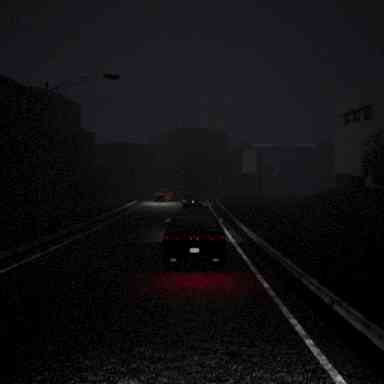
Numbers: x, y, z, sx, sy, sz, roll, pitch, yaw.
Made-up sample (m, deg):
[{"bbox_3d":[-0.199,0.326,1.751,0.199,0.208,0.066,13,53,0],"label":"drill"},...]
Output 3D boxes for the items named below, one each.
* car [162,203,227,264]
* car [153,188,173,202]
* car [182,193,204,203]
[{"bbox_3d":[0.081,1.386,11.551,1.882,1.535,5.008,0,1,0],"label":"car"},{"bbox_3d":[-3.357,0.273,39.352,1.882,1.535,5.008,0,3,4],"label":"car"},{"bbox_3d":[0.095,0.765,30.836,2.033,1.411,5.357,0,3,0],"label":"car"}]
